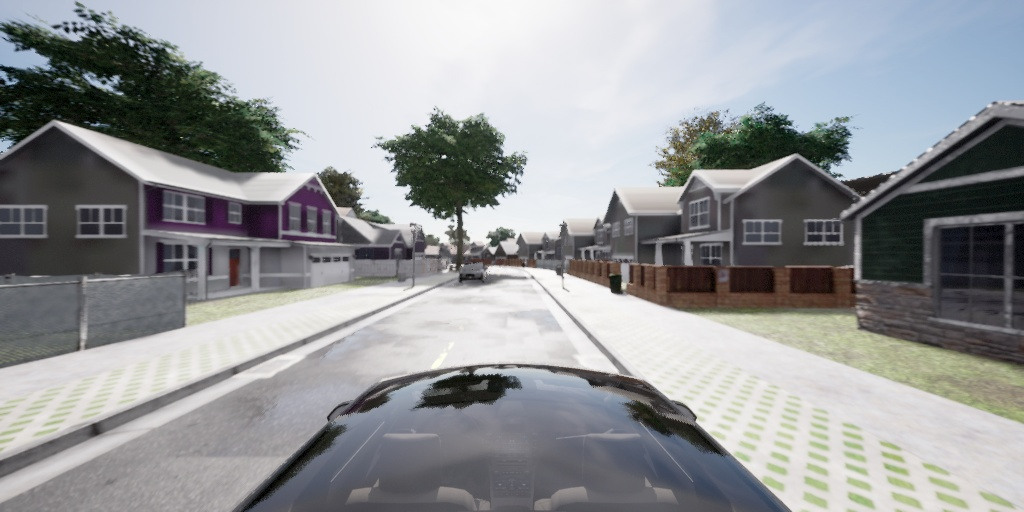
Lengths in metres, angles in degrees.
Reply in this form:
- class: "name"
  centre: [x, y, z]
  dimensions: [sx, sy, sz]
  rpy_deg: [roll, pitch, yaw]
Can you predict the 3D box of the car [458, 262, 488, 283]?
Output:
- class: "car"
  centre: [-2.849, 1.202, 26.896]
  dimensions: [1.837, 1.490, 4.892]
  rpy_deg: [0, 0, 0]
